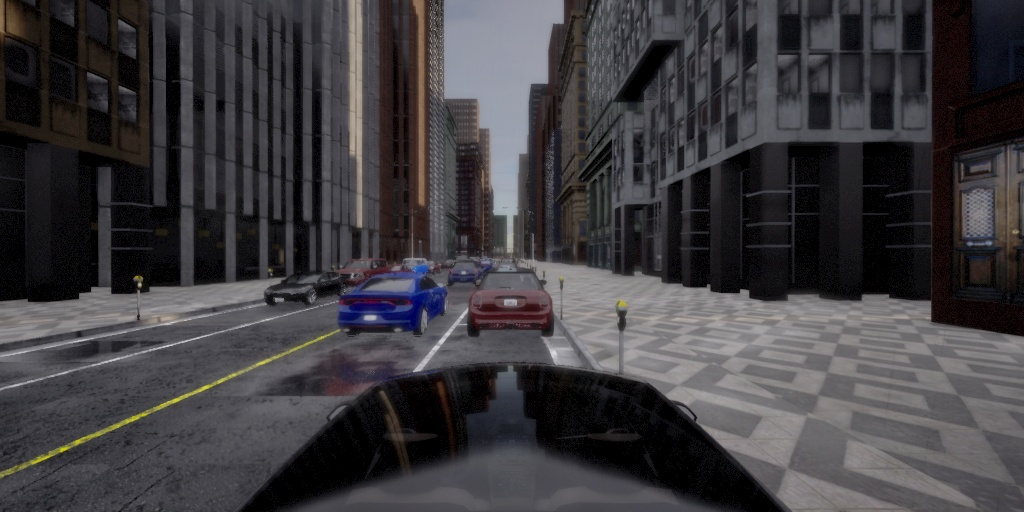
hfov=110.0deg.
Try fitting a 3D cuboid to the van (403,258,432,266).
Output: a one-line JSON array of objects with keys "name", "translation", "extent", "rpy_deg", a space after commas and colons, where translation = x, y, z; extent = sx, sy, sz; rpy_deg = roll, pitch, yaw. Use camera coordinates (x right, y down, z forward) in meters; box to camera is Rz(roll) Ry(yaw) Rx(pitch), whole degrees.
[{"name": "van", "translation": [-8.908, 1.090, 32.830], "extent": [1.690, 1.789, 3.998], "rpy_deg": [0, 0, 0]}]

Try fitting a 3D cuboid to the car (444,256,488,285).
[{"name": "car", "translation": [-3.077, 1.100, 25.040], "extent": [2.097, 1.767, 4.553], "rpy_deg": [0, 0, 0]}]

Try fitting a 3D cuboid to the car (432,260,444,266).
[{"name": "car", "translation": [-8.908, 1.189, 38.467], "extent": [1.967, 1.591, 4.097], "rpy_deg": [0, 0, 0]}]

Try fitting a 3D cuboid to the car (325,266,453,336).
[{"name": "car", "translation": [-3.146, 1.227, 10.434], "extent": [1.882, 1.535, 5.008], "rpy_deg": [0, 0, 0]}]

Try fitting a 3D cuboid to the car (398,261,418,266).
[{"name": "car", "translation": [-8.908, 1.294, 27.194], "extent": [1.888, 1.381, 4.507], "rpy_deg": [0, 0, 0]}]

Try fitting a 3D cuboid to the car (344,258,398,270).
[{"name": "car", "translation": [-8.908, 1.064, 21.556], "extent": [2.192, 1.841, 5.009], "rpy_deg": [0, 0, 0]}]

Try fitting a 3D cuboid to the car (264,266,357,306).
[{"name": "car", "translation": [-8.908, 1.315, 15.920], "extent": [1.948, 1.339, 4.313], "rpy_deg": [0, 0, 0]}]

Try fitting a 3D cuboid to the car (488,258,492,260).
[{"name": "car", "translation": [-3.068, 1.227, 41.816], "extent": [1.882, 1.535, 5.008], "rpy_deg": [0, 0, 0]}]

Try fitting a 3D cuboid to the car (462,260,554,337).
[{"name": "car", "translation": [-0.032, 1.102, 10.470], "extent": [2.097, 1.767, 4.553], "rpy_deg": [0, 0, 0]}]

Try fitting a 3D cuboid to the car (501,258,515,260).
[{"name": "car", "translation": [-0.383, 1.189, 27.203], "extent": [1.967, 1.591, 4.097], "rpy_deg": [0, 0, 0]}]

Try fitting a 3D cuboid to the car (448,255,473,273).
[{"name": "car", "translation": [-6.207, 0.973, 43.913], "extent": [2.150, 2.045, 5.566], "rpy_deg": [0, 0, 0]}]
